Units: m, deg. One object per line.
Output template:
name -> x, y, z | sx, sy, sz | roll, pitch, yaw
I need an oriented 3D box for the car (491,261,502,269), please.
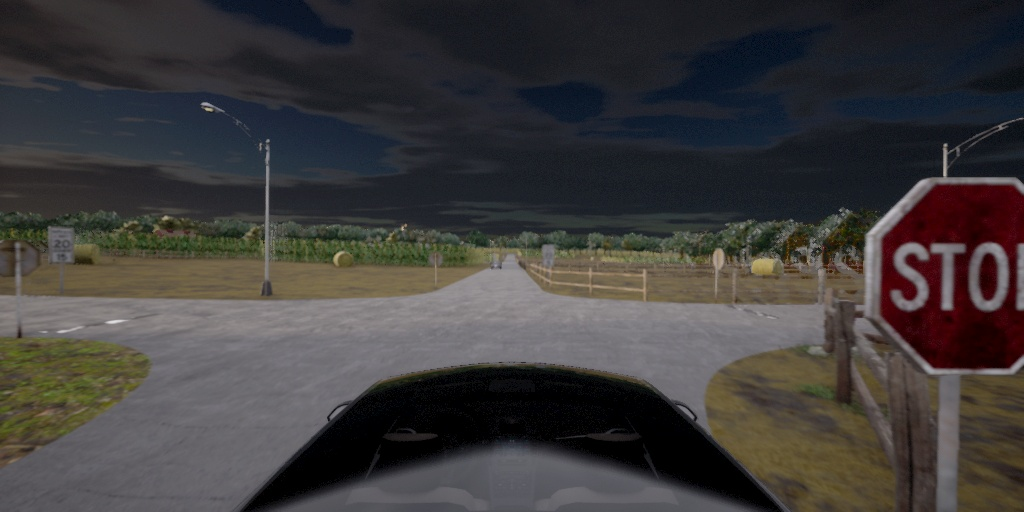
car -> -2.690, 1.538, 62.467 | 2.128, 1.511, 4.902 | 0, 0, 0
